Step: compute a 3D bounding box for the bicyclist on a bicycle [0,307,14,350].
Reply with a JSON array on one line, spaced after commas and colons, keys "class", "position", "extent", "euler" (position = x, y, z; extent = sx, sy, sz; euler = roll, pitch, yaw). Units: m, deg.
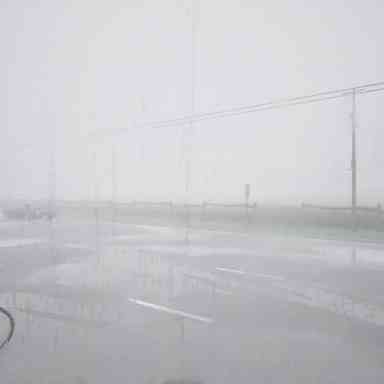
[{"class": "bicyclist on a bicycle", "position": [-3.038, 1.455, 4.083], "extent": [0.582, 1.620, 1.656], "euler": [0, 2, 35]}]

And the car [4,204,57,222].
[{"class": "car", "position": [-12.664, 1.601, 25.875], "extent": [4.718, 1.301, 1.895], "euler": [0, 0, 35]}]
